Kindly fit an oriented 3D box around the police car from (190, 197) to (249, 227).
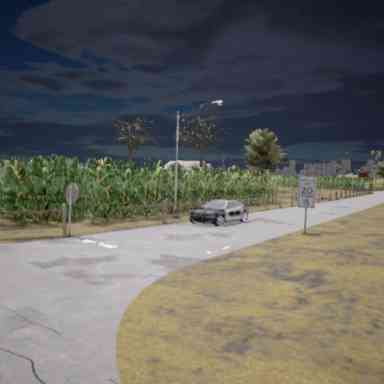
[{"bbox_3d":[1.761,1.150,20.697,1.930,1.638,5.238,3,2,36],"label":"police car"}]
